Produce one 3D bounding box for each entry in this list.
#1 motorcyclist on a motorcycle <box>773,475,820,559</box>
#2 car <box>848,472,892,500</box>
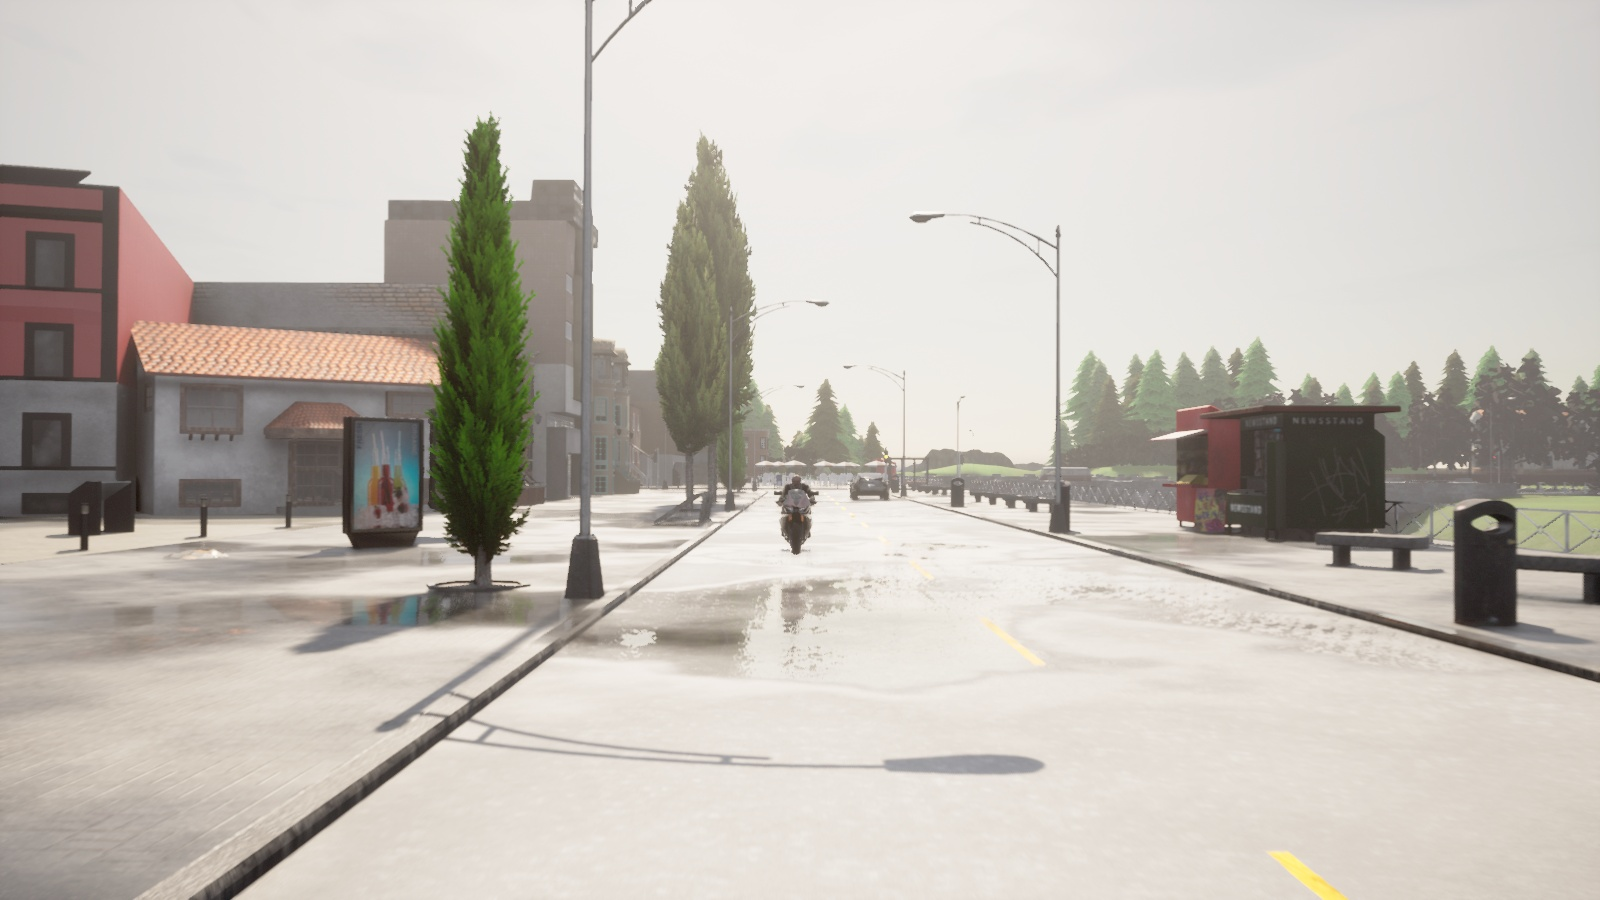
[{"bbox_3d":[-0.063,1.256,24.276,0.866,1.530,2.191,0,-1,0],"label":"motorcyclist on a motorcycle"},{"bbox_3d":[3.819,1.963,69.520,2.163,1.488,4.792,0,-1,0],"label":"car"}]
